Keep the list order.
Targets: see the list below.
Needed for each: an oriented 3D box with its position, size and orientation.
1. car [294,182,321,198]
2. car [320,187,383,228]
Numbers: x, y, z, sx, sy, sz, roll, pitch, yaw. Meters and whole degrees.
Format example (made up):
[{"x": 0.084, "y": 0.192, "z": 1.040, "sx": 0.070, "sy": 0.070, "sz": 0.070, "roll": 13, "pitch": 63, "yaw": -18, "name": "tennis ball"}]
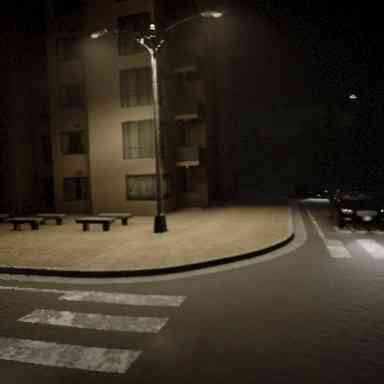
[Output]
[{"x": 11.174, "y": -0.224, "z": 31.632, "sx": 2.033, "sy": 1.411, "sz": 5.357, "roll": -2, "pitch": 2, "yaw": 3, "name": "car"}, {"x": 7.145, "y": 0.591, "z": 14.617, "sx": 2.128, "sy": 1.511, "sz": 4.902, "roll": -1, "pitch": 2, "yaw": 16, "name": "car"}]
